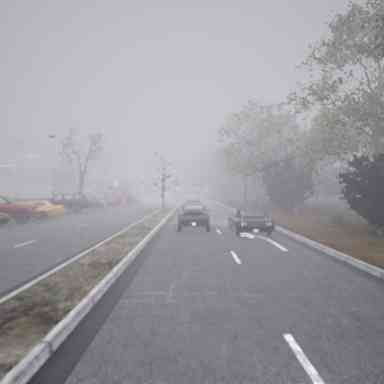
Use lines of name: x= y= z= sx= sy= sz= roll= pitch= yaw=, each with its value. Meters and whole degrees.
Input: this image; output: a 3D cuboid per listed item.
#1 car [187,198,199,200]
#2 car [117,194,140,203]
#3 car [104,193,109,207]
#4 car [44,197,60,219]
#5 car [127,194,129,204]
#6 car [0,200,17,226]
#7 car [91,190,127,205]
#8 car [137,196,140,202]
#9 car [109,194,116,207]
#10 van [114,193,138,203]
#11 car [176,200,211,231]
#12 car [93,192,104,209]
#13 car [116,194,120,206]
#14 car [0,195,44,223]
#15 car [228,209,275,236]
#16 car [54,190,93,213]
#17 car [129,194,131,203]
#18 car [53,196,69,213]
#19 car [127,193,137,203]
car: x=0.093 y=1.425 z=38.970 sx=2.128 sy=1.511 sz=4.902 roll=0 pitch=0 yaw=0
car: x=-13.646 y=1.410 z=71.484 sx=4.553 sy=1.767 sz=2.185 roll=-1 pitch=0 yaw=-19
car: x=-13.843 y=1.309 z=44.422 sx=4.553 sy=1.767 sz=2.185 roll=-1 pitch=0 yaw=-20
car: x=-13.643 y=1.428 z=26.493 sx=5.366 sy=1.575 sz=1.946 roll=-1 pitch=0 yaw=-20
car: x=-13.974 y=1.474 z=56.370 sx=5.366 sy=1.575 sz=1.946 roll=-1 pitch=0 yaw=-20
car: x=-13.794 y=1.482 z=20.438 sx=4.792 sy=1.488 sz=2.163 roll=-1 pitch=0 yaw=-20
car: x=-13.833 y=1.212 z=53.421 sx=5.566 sy=2.045 sz=2.435 roll=-1 pitch=0 yaw=-20
car: x=-13.735 y=1.259 z=65.471 sx=5.566 sy=2.045 sz=2.435 roll=-1 pitch=-1 yaw=-20
car: x=-13.815 y=1.443 z=47.432 sx=4.892 sy=1.521 sz=2.231 roll=-1 pitch=0 yaw=-20
van: x=-13.620 y=1.296 z=68.507 sx=4.442 sy=1.987 sz=1.878 roll=-1 pitch=-1 yaw=-19
car: x=0.096 y=1.466 z=20.438 sx=1.837 sy=1.490 sz=4.892 roll=0 pitch=0 yaw=0
car: x=-13.782 y=1.301 z=41.437 sx=4.553 sy=1.767 sz=2.185 roll=-1 pitch=0 yaw=-20
car: x=-13.832 y=1.481 z=50.416 sx=4.792 sy=1.488 sz=2.163 roll=-1 pitch=0 yaw=-20
car: x=-13.798 y=1.191 z=23.440 sx=5.566 sy=2.045 sz=2.435 roll=-1 pitch=0 yaw=-20
car: x=3.097 y=1.570 z=18.318 sx=1.895 sy=1.301 sz=4.718 roll=0 pitch=0 yaw=0
car: x=-13.841 y=1.171 z=35.410 sx=5.566 sy=2.045 sz=2.435 roll=-1 pitch=0 yaw=-20
car: x=-13.785 y=1.527 z=59.437 sx=4.674 sy=1.452 sz=2.002 roll=-1 pitch=0 yaw=-20
car: x=-13.990 y=1.428 z=29.359 sx=5.366 sy=1.575 sz=1.946 roll=-1 pitch=0 yaw=-20
car: x=-13.806 y=1.248 z=62.434 sx=5.566 sy=2.045 sz=2.435 roll=-1 pitch=0 yaw=-20
